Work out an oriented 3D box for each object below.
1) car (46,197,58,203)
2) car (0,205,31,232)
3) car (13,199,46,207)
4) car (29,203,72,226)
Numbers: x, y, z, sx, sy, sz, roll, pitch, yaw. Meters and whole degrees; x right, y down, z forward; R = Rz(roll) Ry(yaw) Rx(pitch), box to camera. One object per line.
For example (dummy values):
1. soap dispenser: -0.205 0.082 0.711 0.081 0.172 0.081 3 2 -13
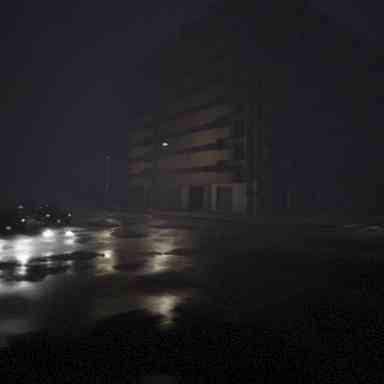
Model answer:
1. car: -17.185 1.684 40.204 1.812 1.442 4.674 1 0 -36
2. car: -11.422 1.682 20.192 1.895 1.301 4.718 1 0 -36
3. car: -16.317 1.470 32.804 2.097 1.767 4.553 1 0 -36
4. car: -10.533 1.720 24.895 1.895 1.301 4.718 1 0 -36
